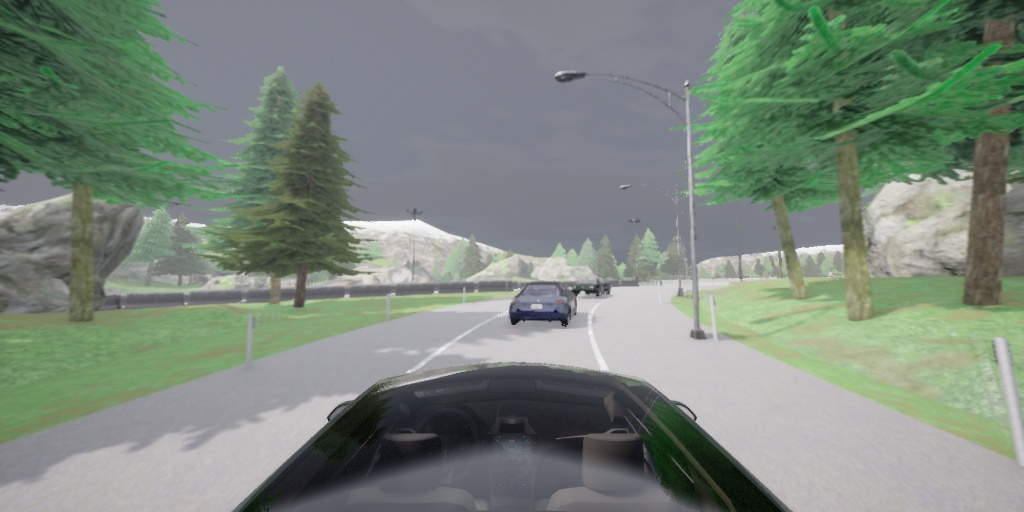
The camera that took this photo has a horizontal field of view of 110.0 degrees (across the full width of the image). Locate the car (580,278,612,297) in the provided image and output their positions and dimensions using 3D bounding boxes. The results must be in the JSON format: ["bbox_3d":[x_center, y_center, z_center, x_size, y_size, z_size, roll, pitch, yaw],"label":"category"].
[{"bbox_3d":[5.606,2.166,25.136,1.895,1.301,4.718,-2,-4,28],"label":"car"}]

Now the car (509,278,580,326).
[{"bbox_3d":[1.237,1.597,13.027,1.994,1.385,4.181,-1,-2,14],"label":"car"}]
